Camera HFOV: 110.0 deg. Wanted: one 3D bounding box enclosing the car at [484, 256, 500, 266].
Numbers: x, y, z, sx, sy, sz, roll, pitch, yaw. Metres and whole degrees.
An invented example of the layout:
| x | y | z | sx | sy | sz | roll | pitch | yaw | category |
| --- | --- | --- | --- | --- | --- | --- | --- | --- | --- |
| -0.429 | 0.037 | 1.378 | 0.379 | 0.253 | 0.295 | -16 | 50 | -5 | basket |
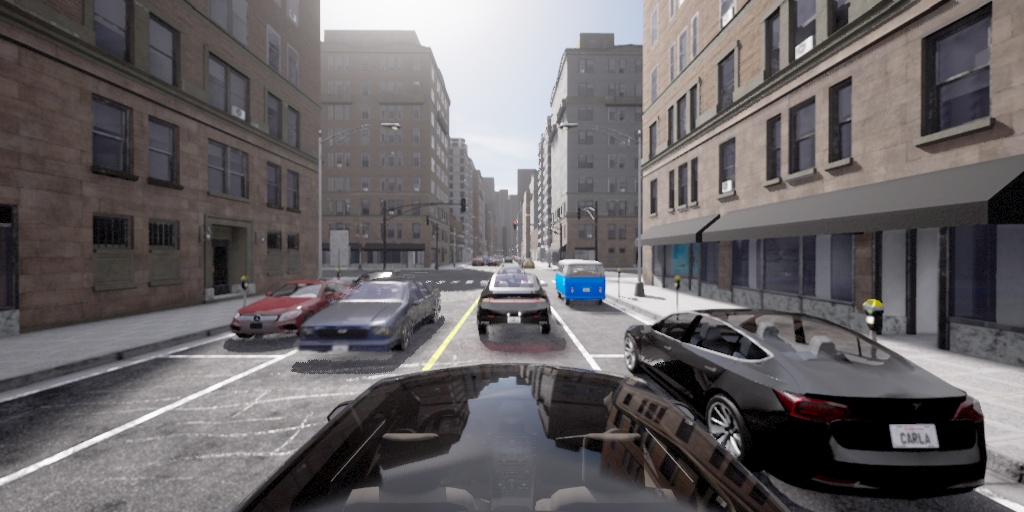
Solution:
| x | y | z | sx | sy | sz | roll | pitch | yaw | category |
| --- | --- | --- | --- | --- | --- | --- | --- | --- | --- |
| -3.478 | 1.205 | 63.692 | 1.895 | 1.301 | 4.718 | 0 | 0 | 0 | car |

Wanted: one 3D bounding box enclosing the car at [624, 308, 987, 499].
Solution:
| x | y | z | sx | sy | sz | roll | pitch | yaw | category |
| --- | --- | --- | --- | --- | --- | --- | --- | --- | --- |
| 2.853 | 1.309 | 4.625 | 1.948 | 1.339 | 4.313 | 0 | 0 | 0 | car |

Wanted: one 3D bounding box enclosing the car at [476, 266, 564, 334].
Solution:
| x | y | z | sx | sy | sz | roll | pitch | yaw | category |
| --- | --- | --- | --- | --- | --- | --- | --- | --- | --- |
| 0.061 | 1.222 | 10.492 | 2.128 | 1.511 | 4.902 | 0 | 0 | 0 | car |

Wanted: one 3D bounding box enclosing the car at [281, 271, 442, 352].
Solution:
| x | y | z | sx | sy | sz | roll | pitch | yaw | category |
| --- | --- | --- | --- | --- | --- | --- | --- | --- | --- |
| -3.103 | 1.281 | 9.142 | 2.033 | 1.411 | 5.357 | 0 | 0 | 0 | car |

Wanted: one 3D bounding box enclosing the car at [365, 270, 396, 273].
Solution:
| x | y | z | sx | sy | sz | roll | pitch | yaw | category |
| --- | --- | --- | --- | --- | --- | --- | --- | --- | --- |
| -5.688 | 1.286 | 15.500 | 1.948 | 1.339 | 4.313 | 0 | 0 | 0 | car |

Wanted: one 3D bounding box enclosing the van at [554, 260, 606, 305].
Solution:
| x | y | z | sx | sy | sz | roll | pitch | yaw | category |
| --- | --- | --- | --- | --- | --- | --- | --- | --- | --- |
| 2.837 | 1.061 | 15.523 | 1.690 | 1.789 | 3.998 | 0 | 0 | 0 | van |

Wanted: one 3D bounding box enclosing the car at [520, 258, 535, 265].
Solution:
| x | y | z | sx | sy | sz | roll | pitch | yaw | category |
| --- | --- | --- | --- | --- | --- | --- | --- | --- | --- |
| 2.571 | 1.154 | 54.882 | 1.751 | 1.417 | 4.829 | 0 | 0 | -1 | car |

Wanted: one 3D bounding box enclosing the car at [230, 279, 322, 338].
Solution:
| x | y | z | sx | sy | sz | roll | pitch | yaw | category |
| --- | --- | --- | --- | --- | --- | --- | --- | --- | --- |
| -5.680 | 1.314 | 10.049 | 1.802 | 1.307 | 4.207 | 0 | 0 | 0 | car |

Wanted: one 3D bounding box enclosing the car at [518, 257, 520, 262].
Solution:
| x | y | z | sx | sy | sz | roll | pitch | yaw | category |
| --- | --- | --- | --- | --- | --- | --- | --- | --- | --- |
| 2.490 | 1.054 | 60.237 | 1.967 | 1.591 | 4.097 | 0 | 0 | -1 | car |

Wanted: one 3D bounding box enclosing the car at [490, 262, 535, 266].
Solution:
| x | y | z | sx | sy | sz | roll | pitch | yaw | category |
| --- | --- | --- | --- | --- | --- | --- | --- | --- | --- |
| -0.025 | 1.257 | 20.234 | 2.033 | 1.411 | 5.357 | 0 | 0 | 0 | car |
